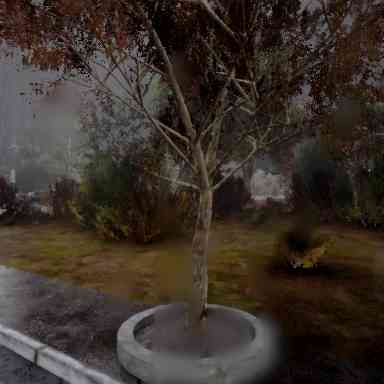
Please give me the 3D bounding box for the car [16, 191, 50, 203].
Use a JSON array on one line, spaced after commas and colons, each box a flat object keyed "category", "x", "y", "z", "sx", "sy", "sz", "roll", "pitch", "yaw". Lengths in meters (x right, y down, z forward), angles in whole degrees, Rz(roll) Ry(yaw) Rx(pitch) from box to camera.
[{"category": "car", "x": -21.566, "y": 0.891, "z": 45.558, "sx": 2.150, "sy": 2.045, "sz": 5.566, "roll": 1, "pitch": 0, "yaw": 32}]
